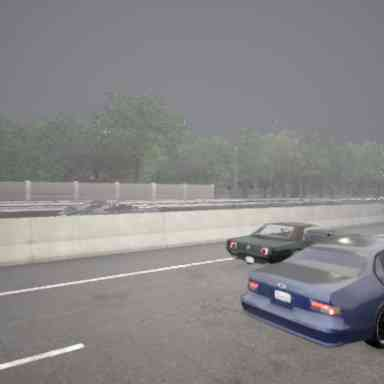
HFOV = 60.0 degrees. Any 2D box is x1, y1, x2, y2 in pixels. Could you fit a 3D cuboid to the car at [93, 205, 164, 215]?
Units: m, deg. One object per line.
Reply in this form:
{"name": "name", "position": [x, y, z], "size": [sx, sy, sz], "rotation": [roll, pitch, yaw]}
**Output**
{"name": "car", "position": [-2.898, 1.609, 19.117], "size": [4.718, 1.301, 1.895], "rotation": [0, 0, -35]}

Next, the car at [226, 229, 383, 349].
{"name": "car", "position": [3.351, 1.553, 6.261], "size": [5.357, 1.411, 2.033], "rotation": [0, 0, -35]}

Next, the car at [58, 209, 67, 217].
{"name": "car", "position": [-7.289, 1.513, 24.582], "size": [4.892, 1.490, 1.837], "rotation": [0, 0, -35]}

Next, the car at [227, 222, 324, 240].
{"name": "car", "position": [3.433, 1.608, 10.615], "size": [4.718, 1.301, 1.895], "rotation": [0, 0, -35]}

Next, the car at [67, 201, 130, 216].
{"name": "car", "position": [-5.254, 1.513, 21.734], "size": [4.892, 1.490, 1.837], "rotation": [0, 0, -35]}

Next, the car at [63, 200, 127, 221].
{"name": "car", "position": [-8.200, 1.515, 28.230], "size": [4.892, 1.490, 1.837], "rotation": [0, 0, -35]}
